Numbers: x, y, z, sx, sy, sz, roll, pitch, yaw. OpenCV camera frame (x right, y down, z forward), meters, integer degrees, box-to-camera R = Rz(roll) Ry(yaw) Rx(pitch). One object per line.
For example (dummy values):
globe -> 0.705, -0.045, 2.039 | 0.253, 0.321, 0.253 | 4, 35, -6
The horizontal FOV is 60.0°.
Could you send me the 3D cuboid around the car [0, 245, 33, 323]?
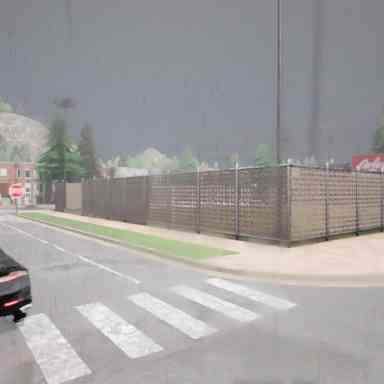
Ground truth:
car -> -4.645, 1.495, 6.111 | 4.902, 1.511, 2.128 | 0, 2, 43
